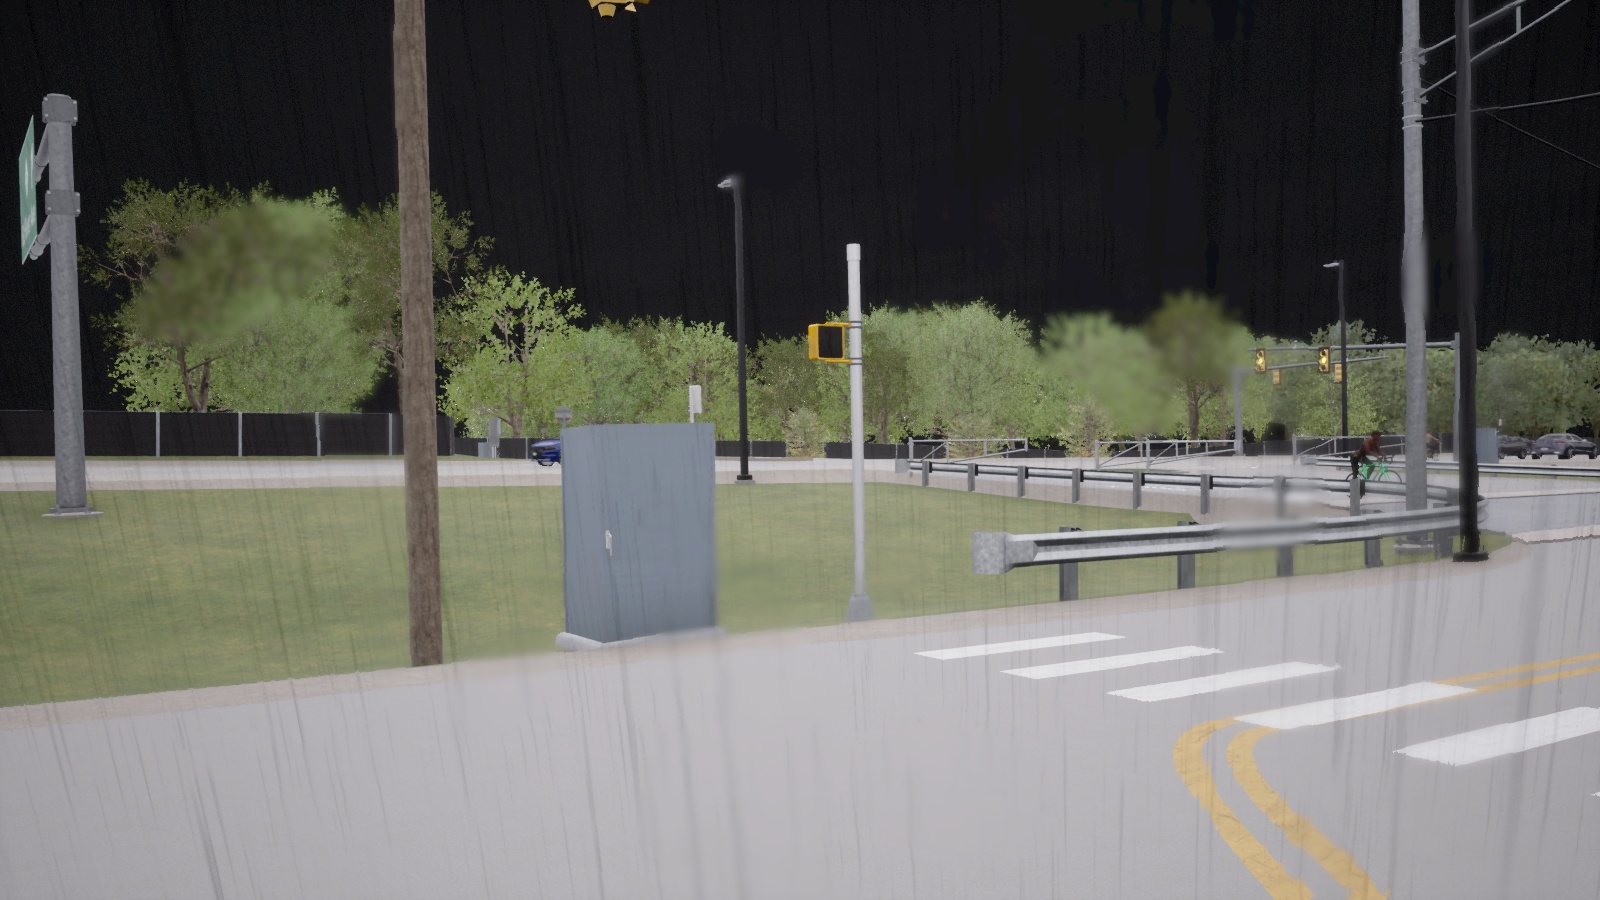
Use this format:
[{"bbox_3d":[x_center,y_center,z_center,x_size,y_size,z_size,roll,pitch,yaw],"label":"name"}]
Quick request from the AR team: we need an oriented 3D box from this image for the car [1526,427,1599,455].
[{"bbox_3d":[47.560,-0.562,78.123,5.027,1.651,2.152,0,0,-34],"label":"car"}]

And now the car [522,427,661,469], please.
[{"bbox_3d":[-8.057,-0.091,48.707,5.008,1.535,1.882,-1,0,-38],"label":"car"}]

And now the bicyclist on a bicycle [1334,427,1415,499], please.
[{"bbox_3d":[13.444,0.322,29.412,0.582,1.620,1.656,-1,-2,-27],"label":"bicyclist on a bicycle"}]

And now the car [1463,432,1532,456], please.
[{"bbox_3d":[44.638,-0.377,80.368,4.514,1.525,2.007,0,0,-34],"label":"car"}]
